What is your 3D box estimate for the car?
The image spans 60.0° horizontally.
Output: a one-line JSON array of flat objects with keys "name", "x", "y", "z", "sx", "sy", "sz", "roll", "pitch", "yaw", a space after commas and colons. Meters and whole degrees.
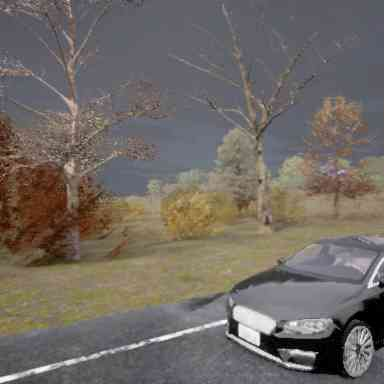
[{"name": "car", "x": 2.747, "y": 1.555, "z": 5.635, "sx": 4.902, "sy": 1.511, "sz": 2.128, "roll": 0, "pitch": -1, "yaw": -34}]
